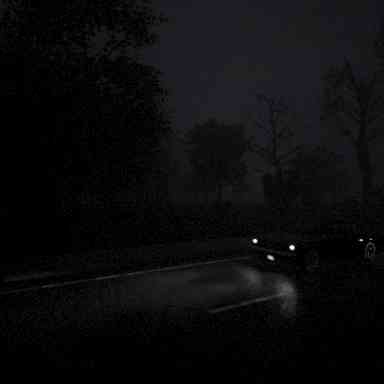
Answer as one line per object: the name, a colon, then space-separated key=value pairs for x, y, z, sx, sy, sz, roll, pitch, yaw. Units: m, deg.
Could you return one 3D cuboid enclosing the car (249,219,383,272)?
car: x=4.148 y=1.590 z=10.806 sx=4.718 sy=1.301 sz=1.895 roll=0 pitch=0 yaw=-32
